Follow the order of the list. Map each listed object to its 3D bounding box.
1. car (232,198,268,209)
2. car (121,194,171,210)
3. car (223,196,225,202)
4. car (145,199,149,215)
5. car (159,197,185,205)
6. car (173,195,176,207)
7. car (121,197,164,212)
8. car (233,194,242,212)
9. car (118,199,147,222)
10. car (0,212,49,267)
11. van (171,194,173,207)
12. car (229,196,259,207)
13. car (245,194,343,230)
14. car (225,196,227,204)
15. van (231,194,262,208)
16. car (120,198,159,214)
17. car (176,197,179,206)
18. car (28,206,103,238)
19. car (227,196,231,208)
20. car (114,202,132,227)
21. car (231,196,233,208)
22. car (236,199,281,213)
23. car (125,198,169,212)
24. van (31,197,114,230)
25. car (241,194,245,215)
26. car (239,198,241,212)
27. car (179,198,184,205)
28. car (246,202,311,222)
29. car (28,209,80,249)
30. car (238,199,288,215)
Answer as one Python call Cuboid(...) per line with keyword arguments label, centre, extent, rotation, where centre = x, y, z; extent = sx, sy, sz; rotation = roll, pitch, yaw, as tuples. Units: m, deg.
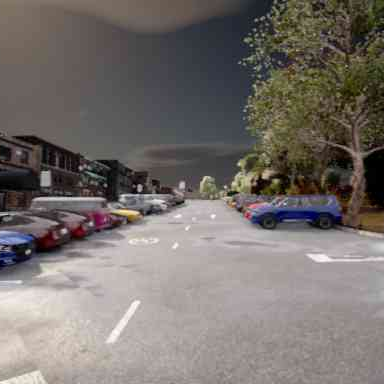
Cuboid(label="car", centre=(7.903, 1.597, 45.660), extent=(4.674, 1.452, 2.002), rotation=(0, 0, 3))
Cuboid(label="car", centre=(-5.629, 1.313, 37.960), extent=(5.566, 2.045, 2.435), rotation=(0, 0, 3))
Cuboid(label="car", centre=(8.921, 1.654, 62.337), extent=(5.008, 1.535, 2.097), rotation=(0, -1, 4))
Cuboid(label="car", centre=(-6.327, 1.529, 26.768), extent=(5.008, 1.535, 2.097), rotation=(0, 0, 3))
Cuboid(label="car", centre=(-3.973, 1.726, 65.939), extent=(4.892, 1.521, 2.231), rotation=(0, -1, 4))
Cuboid(label="car", centre=(-5.162, 1.601, 46.356), extent=(4.892, 1.521, 2.231), rotation=(0, 0, 3))
Cuboid(label="car", centre=(-5.828, 1.554, 35.159), extent=(4.892, 1.521, 2.231), rotation=(0, 0, 3))
Cuboid(label="car", centre=(7.049, 1.249, 31.763), extent=(5.566, 2.045, 2.435), rotation=(0, 0, 3))
Cuboid(label="car", centre=(-6.303, 1.521, 23.962), extent=(5.366, 1.575, 1.946), rotation=(0, 0, 3))
Cuboid(label="car", centre=(-7.325, 1.511, 9.981), extent=(5.008, 1.535, 2.097), rotation=(0, 0, 3))
Cuboid(label="van", centre=(-5.208, 1.362, 43.552), extent=(4.442, 1.987, 1.878), rotation=(0, 0, 3))
Cuboid(label="car", centre=(8.376, 1.469, 54.000), extent=(4.553, 1.767, 2.185), rotation=(0, 0, 3))
Cuboid(label="car", centre=(6.395, 1.228, 20.765), extent=(5.566, 2.045, 2.435), rotation=(0, 0, 3))
Cuboid(label="car", centre=(8.748, 1.671, 59.555), extent=(4.674, 1.452, 2.002), rotation=(0, 0, 4))
Cuboid(label="van", centre=(8.354, 1.354, 51.216), extent=(4.442, 1.987, 1.878), rotation=(0, 0, 3))
Cuboid(label="car", centre=(-6.018, 1.573, 32.367), extent=(4.792, 1.488, 2.163), rotation=(0, 0, 3))
Cuboid(label="car", centre=(-4.852, 1.498, 51.956), extent=(4.553, 1.767, 2.185), rotation=(0, 0, 3))
Cuboid(label="car", centre=(-7.016, 1.546, 15.579), extent=(4.792, 1.488, 2.163), rotation=(0, 0, 3))
Cuboid(label="car", centre=(7.554, 1.543, 42.891), extent=(5.366, 1.575, 1.946), rotation=(0, 0, 3))
Cuboid(label="car", centre=(-6.625, 1.551, 21.173), extent=(4.792, 1.488, 2.163), rotation=(0, 0, 3))
Cuboid(label="car", centre=(7.568, 1.534, 40.099), extent=(5.008, 1.535, 2.097), rotation=(0, 0, 3))
Cuboid(label="car", centre=(7.379, 1.552, 37.320), extent=(4.792, 1.488, 2.163), rotation=(0, 0, 3))
Cuboid(label="car", centre=(-5.496, 1.576, 40.760), extent=(5.008, 1.535, 2.097), rotation=(0, 0, 3))
Cuboid(label="van", centre=(-6.938, 1.294, 18.383), extent=(4.442, 1.987, 1.878), rotation=(0, 0, 3))
Cuboid(label="car", centre=(6.552, 1.231, 23.422), extent=(5.566, 2.045, 2.435), rotation=(0, 0, 3))
Cuboid(label="car", centre=(6.907, 1.493, 28.979), extent=(5.008, 1.535, 2.097), rotation=(0, 0, 3))
Cuboid(label="car", centre=(-4.623, 1.387, 54.749), extent=(5.566, 2.045, 2.435), rotation=(0, 0, 3))
Cuboid(label="car", centre=(6.752, 1.527, 26.323), extent=(4.674, 1.452, 2.002), rotation=(0, 0, 3))
Cuboid(label="car", centre=(-7.182, 1.543, 12.781), extent=(4.792, 1.488, 2.163), rotation=(0, 0, 3))
Cuboid(label="car", centre=(7.271, 1.540, 34.537), extent=(4.792, 1.488, 2.163), rotation=(0, 0, 3))
